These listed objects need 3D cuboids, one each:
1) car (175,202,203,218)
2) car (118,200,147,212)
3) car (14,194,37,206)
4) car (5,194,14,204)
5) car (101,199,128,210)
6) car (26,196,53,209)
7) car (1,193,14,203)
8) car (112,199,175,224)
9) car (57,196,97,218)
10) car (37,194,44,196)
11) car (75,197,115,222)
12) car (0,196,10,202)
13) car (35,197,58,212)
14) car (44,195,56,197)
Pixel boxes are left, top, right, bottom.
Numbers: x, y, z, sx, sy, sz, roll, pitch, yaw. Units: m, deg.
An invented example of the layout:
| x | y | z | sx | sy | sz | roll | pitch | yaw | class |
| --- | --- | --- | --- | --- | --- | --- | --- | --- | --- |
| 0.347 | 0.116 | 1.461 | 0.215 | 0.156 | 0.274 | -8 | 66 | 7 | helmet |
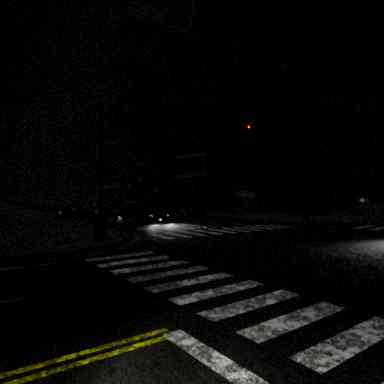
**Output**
| x | y | z | sx | sy | sz | roll | pitch | yaw | class |
| --- | --- | --- | --- | --- | --- | --- | --- | --- | --- |
| -0.689 | 1.578 | 30.338 | 1.947 | 1.339 | 4.313 | 0 | 0 | -35 | car |
| -7.083 | 1.592 | 39.317 | 1.802 | 1.307 | 4.206 | 0 | 0 | -35 | car |
| -26.405 | 1.429 | 52.617 | 1.967 | 1.590 | 4.097 | 0 | 0 | -35 | car |
| -32.798 | 1.550 | 61.595 | 2.008 | 1.369 | 4.403 | 0 | 0 | -35 | car |
| -10.279 | 1.576 | 43.806 | 1.947 | 1.339 | 4.313 | 0 | 0 | -35 | car |
| -20.012 | 1.532 | 43.639 | 2.008 | 1.369 | 4.403 | 0 | 0 | -35 | car |
| -39.192 | 1.555 | 70.573 | 1.887 | 1.381 | 4.507 | 0 | 0 | -35 | car |
| -3.788 | 1.539 | 25.200 | 2.033 | 1.411 | 5.357 | 0 | 0 | -37 | car |
| -10.422 | 1.420 | 30.173 | 1.967 | 1.590 | 4.097 | 0 | 0 | -35 | car |
| -35.851 | 1.486 | 79.718 | 1.967 | 1.590 | 4.097 | 0 | 0 | -35 | car |
| -7.226 | 1.422 | 25.684 | 1.967 | 1.590 | 4.097 | 0 | 0 | -35 | car |
| -42.388 | 1.597 | 75.063 | 1.802 | 1.307 | 4.206 | 0 | 0 | -35 | car |
| -16.816 | 1.562 | 39.150 | 1.802 | 1.307 | 4.206 | 0 | 0 | -35 | car |
| -29.458 | 1.476 | 70.740 | 1.967 | 1.590 | 4.097 | 0 | 0 | -35 | car |
